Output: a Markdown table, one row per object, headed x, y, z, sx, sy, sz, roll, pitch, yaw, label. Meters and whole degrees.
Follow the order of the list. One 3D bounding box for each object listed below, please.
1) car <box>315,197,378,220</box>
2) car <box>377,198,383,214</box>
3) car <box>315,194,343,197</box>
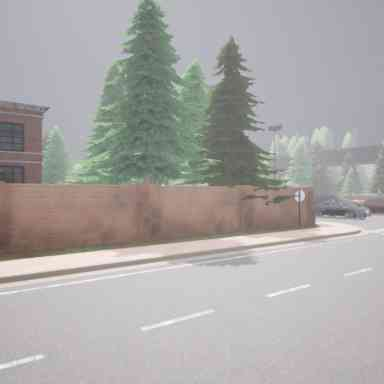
| x | y | z | sx | sy | sz | roll | pitch | yaw | label |
| --- | --- | --- | --- | --- | --- | --- | --- | --- | --- |
| 12.607 | 1.490 | 28.334 | 2.128 | 1.511 | 4.902 | 0 | 0 | -32 | car |
| 18.805 | 1.350 | 32.133 | 2.097 | 1.767 | 4.553 | 0 | 0 | -35 | car |
| 13.947 | 1.218 | 32.949 | 2.150 | 2.045 | 5.566 | 0 | 0 | -35 | car |
